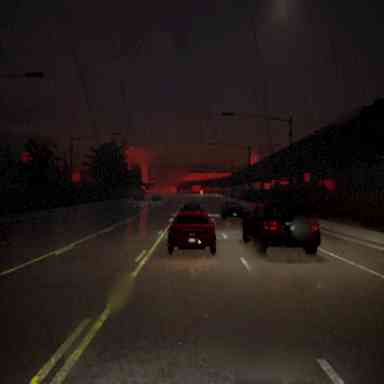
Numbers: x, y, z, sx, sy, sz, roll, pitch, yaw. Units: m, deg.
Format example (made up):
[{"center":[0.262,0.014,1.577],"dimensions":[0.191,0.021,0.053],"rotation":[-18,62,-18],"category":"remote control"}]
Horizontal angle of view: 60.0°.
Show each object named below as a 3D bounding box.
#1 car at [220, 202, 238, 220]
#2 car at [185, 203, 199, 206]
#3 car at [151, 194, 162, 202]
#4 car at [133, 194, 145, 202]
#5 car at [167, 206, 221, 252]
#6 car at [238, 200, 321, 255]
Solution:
[{"center":[3.507,1.633,29.365],"dimensions":[1.812,1.442,4.674],"rotation":[0,1,0],"category":"car"},{"center":[0.003,1.673,29.263],"dimensions":[1.994,1.385,4.181],"rotation":[0,0,0],"category":"car"},{"center":[-7.006,1.171,66.130],"dimensions":[2.128,1.511,4.902],"rotation":[0,1,0],"category":"car"},{"center":[-10.505,1.167,66.472],"dimensions":[2.128,1.511,4.902],"rotation":[0,1,0],"category":"car"},{"center":[0.009,1.598,14.487],"dimensions":[1.882,1.535,5.008],"rotation":[0,0,0],"category":"car"},{"center":[3.502,1.335,14.010],"dimensions":[2.150,2.045,5.566],"rotation":[0,0,0],"category":"car"}]
